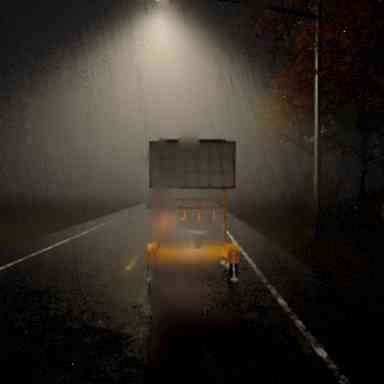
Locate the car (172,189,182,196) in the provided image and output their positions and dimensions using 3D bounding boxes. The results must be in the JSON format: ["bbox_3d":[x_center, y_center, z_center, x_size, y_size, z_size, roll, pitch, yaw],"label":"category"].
[{"bbox_3d":[-3.475,-0.010,76.548,2.097,1.767,4.553,0,1,0],"label":"car"}]

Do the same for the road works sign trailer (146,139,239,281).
[{"bbox_3d":[0.016,0.317,9.364,2.380,3.560,2.880,0,1,0],"label":"road works sign trailer"}]

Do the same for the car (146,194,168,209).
[{"bbox_3d":[-3.575,0.935,34.495,1.882,1.535,5.008,0,1,0],"label":"car"}]
